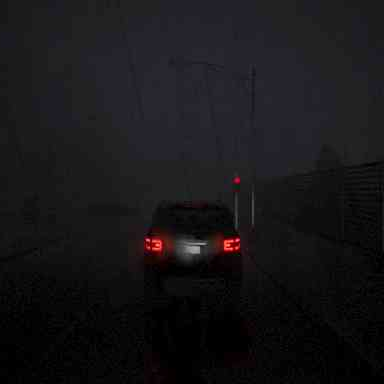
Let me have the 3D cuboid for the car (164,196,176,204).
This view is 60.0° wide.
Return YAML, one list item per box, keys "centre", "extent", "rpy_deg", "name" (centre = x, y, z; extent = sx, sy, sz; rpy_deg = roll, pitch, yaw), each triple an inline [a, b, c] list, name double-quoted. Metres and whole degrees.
- centre: [-4.125, 1.547, 63.353]
  extent: [2.033, 1.411, 5.357]
  rpy_deg: [0, 0, 0]
  name: "car"

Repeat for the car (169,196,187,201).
- centre: [-3.803, 1.595, 87.234]
  extent: [4.718, 1.301, 1.895]
  rpy_deg: [0, 0, 40]
  name: "car"

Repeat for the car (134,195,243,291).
- centre: [0.033, 1.221, 9.158]
  extent: [2.150, 2.045, 5.566]
  rpy_deg: [0, 0, 0]
  name: "car"

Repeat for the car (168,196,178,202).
- centre: [-4.083, 1.552, 73.338]
  extent: [1.994, 1.385, 4.181]
  rpy_deg: [0, 0, 0]
  name: "car"

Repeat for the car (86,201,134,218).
- centre: [-6.878, 1.526, 29.380]
  extent: [4.674, 1.442, 1.812]
  rpy_deg: [0, 1, -18]
  name: "car"

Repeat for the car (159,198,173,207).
- centre: [-4.153, 1.601, 53.590]
  extent: [1.895, 1.301, 4.718]
  rpy_deg: [0, 0, 0]
  name: "car"

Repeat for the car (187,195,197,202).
- centre: [-0.097, 1.478, 77.545]
  extent: [1.882, 1.535, 5.008]
  rpy_deg: [0, 0, -4]
  name: "car"
